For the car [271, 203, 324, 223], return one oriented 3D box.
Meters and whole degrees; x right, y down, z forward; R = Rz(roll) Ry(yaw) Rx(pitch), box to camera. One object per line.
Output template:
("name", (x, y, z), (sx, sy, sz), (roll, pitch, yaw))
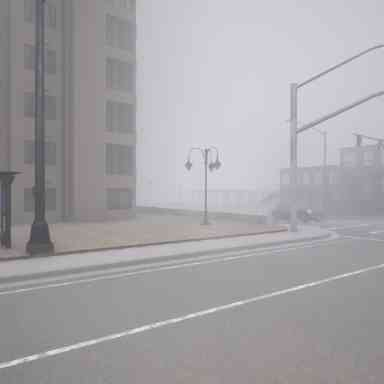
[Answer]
("car", (9.141, 1.744, 29.119), (2.097, 1.767, 4.553), (1, -5, -36))
